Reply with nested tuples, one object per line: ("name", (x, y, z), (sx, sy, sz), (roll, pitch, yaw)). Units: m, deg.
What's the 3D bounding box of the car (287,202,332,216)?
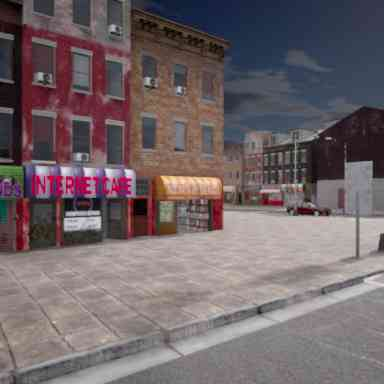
("car", (11.478, 1.672, 32.788), (1.887, 1.381, 4.507), (-1, 0, -36))
